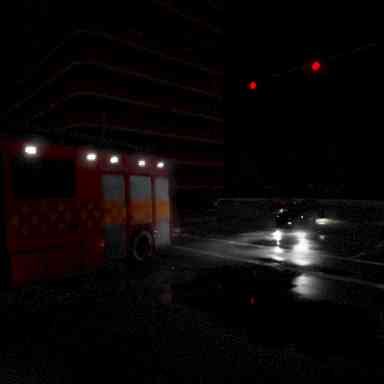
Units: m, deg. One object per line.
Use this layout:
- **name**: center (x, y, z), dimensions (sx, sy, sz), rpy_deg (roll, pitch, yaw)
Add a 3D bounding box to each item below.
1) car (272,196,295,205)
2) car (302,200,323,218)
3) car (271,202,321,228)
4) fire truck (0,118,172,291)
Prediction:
- **car**: center (12.521, 1.380, 45.448), dimensions (2.097, 1.767, 4.553), rpy_deg (0, 0, -6)
- **car**: center (10.913, 1.468, 30.646), dimensions (1.882, 1.535, 5.008), rpy_deg (0, 0, 17)
- **car**: center (7.034, 1.586, 22.158), dimensions (1.895, 1.301, 4.718), rpy_deg (0, 0, 30)
- **fire truck**: center (-3.913, 0.372, 8.713), dimensions (2.891, 3.827, 8.468), rpy_deg (0, 0, 29)
